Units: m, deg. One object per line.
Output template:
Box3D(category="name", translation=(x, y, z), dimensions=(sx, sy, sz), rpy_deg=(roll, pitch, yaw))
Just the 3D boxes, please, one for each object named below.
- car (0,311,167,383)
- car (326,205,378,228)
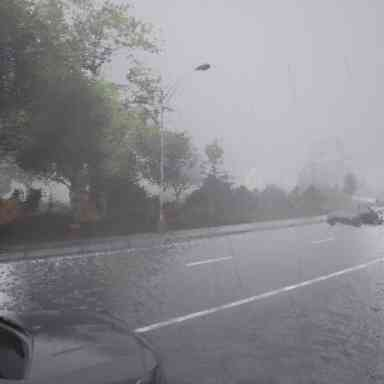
Box3D(category="car", translation=(-2.458, 1.512, 2.112), dimensions=(4.892, 1.490, 1.837), rpy_deg=(0, 0, -35))
Box3D(category="car", translation=(11.192, 1.603, 22.985), dimensions=(5.357, 1.411, 2.033), rpy_deg=(0, 0, -45))
